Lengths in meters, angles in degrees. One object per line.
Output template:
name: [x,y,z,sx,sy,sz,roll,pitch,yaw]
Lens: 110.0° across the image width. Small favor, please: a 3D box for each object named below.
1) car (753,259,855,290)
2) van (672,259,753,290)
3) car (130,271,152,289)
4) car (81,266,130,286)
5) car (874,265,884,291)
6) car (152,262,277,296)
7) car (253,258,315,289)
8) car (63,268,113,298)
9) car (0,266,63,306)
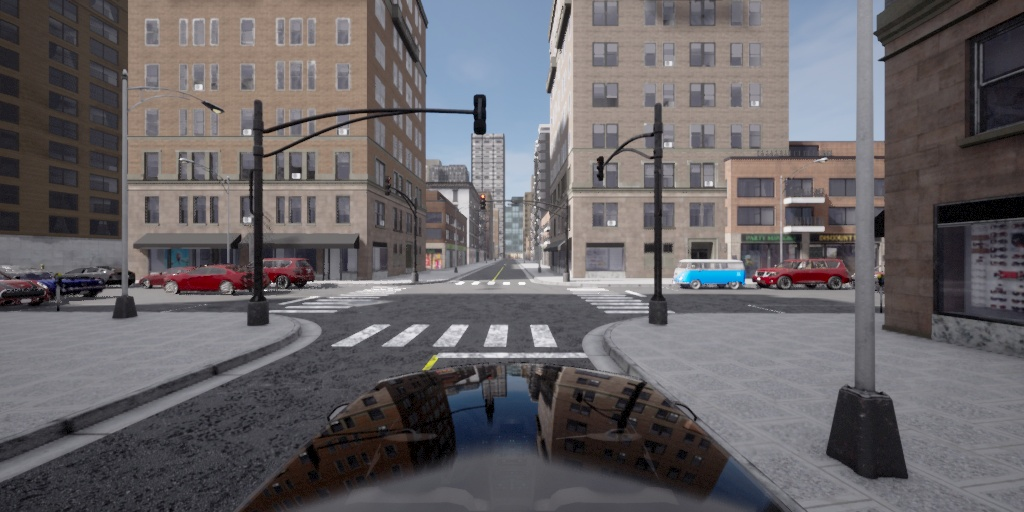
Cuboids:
car: [17.631,1.085,21.952,5.009,1.841,2.192,0,0,0]
van: [12.034,1.107,21.983,3.998,1.789,1.690,0,0,0]
car: [-20.436,1.320,22.166,4.207,1.307,1.802,0,0,0]
car: [-25.960,1.298,22.196,4.313,1.339,1.948,0,0,0]
car: [21.554,1.321,19.170,5.357,1.411,2.033,0,0,0]
car: [-15.656,1.220,19.035,5.008,1.535,1.882,0,0,5]
car: [-14.913,1.058,22.134,5.009,1.841,2.192,0,0,0]
car: [-21.575,1.338,16.225,4.718,1.301,1.895,0,0,0]
car: [-20.459,1.179,13.639,4.097,1.591,1.967,0,0,0]
